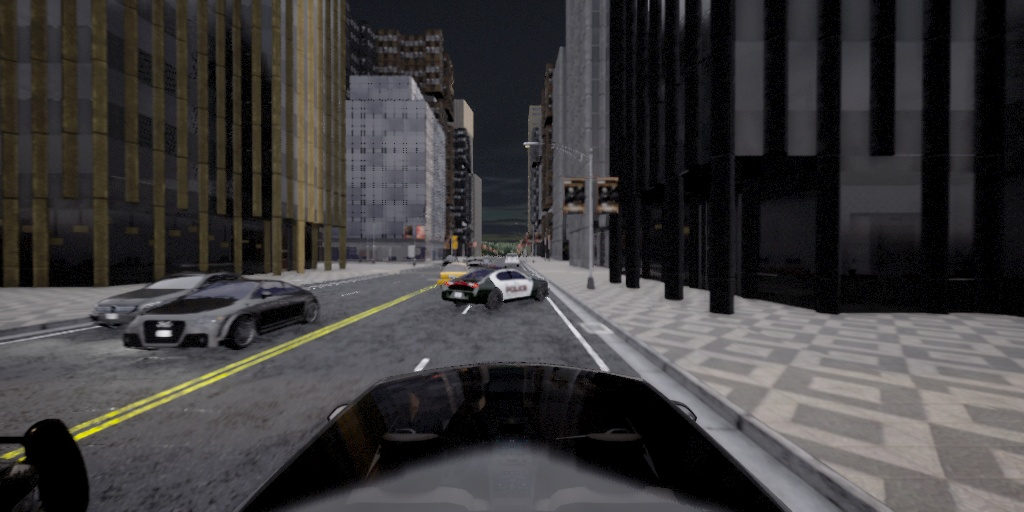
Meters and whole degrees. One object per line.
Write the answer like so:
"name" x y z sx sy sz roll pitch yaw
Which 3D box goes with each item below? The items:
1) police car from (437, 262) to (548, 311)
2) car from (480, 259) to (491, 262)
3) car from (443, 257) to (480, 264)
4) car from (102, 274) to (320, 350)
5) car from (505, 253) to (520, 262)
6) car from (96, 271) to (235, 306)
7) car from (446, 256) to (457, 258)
"police car" -0.380 1.169 14.378 2.038 1.542 4.974 0 0 38
"car" -3.250 1.050 32.671 1.837 1.490 4.892 0 0 0
"car" -3.250 1.074 21.861 1.801 1.575 5.366 0 0 0
"car" -6.600 1.267 8.786 1.994 1.385 4.181 0 0 0
"car" 0.026 0.595 56.641 2.150 2.045 5.566 0 1 0
"car" -9.849 1.214 11.153 1.812 1.442 4.674 0 0 0
"car" -9.750 0.723 57.455 2.097 1.767 4.553 0 0 0
